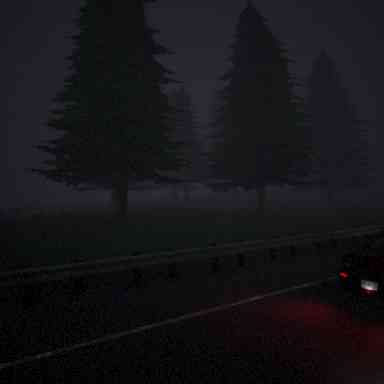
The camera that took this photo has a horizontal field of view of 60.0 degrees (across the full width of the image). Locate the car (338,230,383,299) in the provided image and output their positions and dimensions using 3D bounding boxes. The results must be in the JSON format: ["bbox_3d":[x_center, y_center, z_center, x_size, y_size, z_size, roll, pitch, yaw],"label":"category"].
[{"bbox_3d":[5.075,1.472,7.221,4.674,1.442,1.812,-1,0,-34],"label":"car"}]
